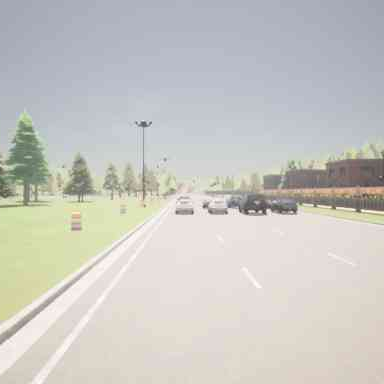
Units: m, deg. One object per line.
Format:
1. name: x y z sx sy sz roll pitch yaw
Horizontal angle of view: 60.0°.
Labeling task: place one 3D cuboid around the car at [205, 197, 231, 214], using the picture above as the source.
1. car: 2.723 1.525 35.686 1.812 1.442 4.674 0 0 -1

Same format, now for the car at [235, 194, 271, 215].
1. car: 6.237 1.221 34.656 2.150 2.045 5.566 0 0 -1

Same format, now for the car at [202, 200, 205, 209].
1. car: 2.432 1.600 45.794 1.895 1.301 4.718 0 0 -1

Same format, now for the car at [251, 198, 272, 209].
1. car: 9.441 1.563 45.422 1.994 1.385 4.181 0 0 -1

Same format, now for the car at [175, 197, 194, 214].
1. car: -0.778 1.525 35.603 1.812 1.442 4.674 0 0 -1

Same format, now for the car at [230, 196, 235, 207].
1. car: 5.929 1.351 46.304 2.097 1.767 4.553 0 0 -1

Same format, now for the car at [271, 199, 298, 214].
1. car: 9.725 1.490 35.433 2.128 1.511 4.902 0 0 -1
